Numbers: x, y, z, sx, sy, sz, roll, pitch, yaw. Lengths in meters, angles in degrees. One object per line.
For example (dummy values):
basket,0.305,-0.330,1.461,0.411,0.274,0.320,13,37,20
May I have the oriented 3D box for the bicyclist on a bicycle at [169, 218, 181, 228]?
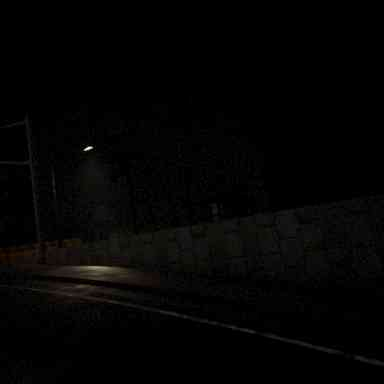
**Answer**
bicyclist on a bicycle,-1.341,2.917,27.294,1.656,1.620,0.582,-14,-8,36
